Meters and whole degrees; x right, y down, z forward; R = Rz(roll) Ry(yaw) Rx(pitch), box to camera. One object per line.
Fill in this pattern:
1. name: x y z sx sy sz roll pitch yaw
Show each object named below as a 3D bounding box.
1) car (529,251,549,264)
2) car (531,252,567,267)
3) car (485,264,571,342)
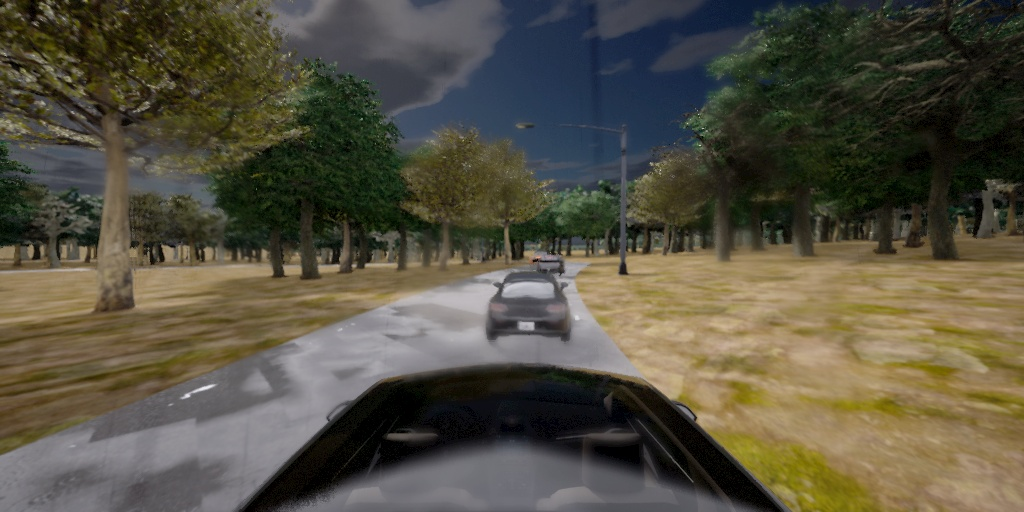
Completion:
1. car: 3.396 0.188 41.629 2.097 1.767 4.553 1 1 16
2. car: 3.083 0.659 27.502 2.128 1.511 4.902 0 1 12
3. car: 0.459 1.111 9.126 1.812 1.442 4.674 0 2 4
